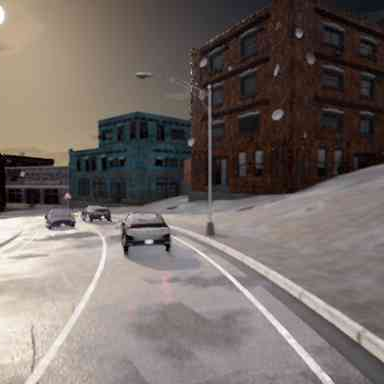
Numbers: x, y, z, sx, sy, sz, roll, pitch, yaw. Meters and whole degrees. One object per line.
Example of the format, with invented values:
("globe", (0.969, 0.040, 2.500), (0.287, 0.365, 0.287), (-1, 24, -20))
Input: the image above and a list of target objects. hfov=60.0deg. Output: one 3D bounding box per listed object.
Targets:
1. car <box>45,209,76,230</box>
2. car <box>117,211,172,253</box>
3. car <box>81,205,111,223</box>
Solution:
("car", (-10.089, 1.974, 25.257), (2.033, 1.411, 5.357), (-1, -1, -27))
("car", (-2.075, 1.577, 14.160), (2.128, 1.511, 4.902), (-1, 0, -13))
("car", (-8.808, 1.957, 30.293), (1.837, 1.490, 4.892), (-1, -1, -30))
